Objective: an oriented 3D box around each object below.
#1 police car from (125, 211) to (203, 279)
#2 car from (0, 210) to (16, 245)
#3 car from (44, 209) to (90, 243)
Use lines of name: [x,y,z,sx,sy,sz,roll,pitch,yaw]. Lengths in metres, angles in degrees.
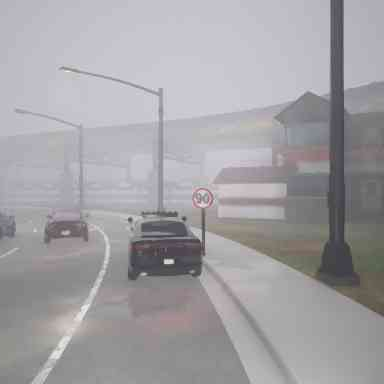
police car: [-1.019,1.424,10.307,1.930,1.638,5.238,0,0,-11]
car: [-9.298,1.495,14.953,2.128,1.511,4.902,0,0,-18]
car: [-5.972,1.533,16.041,1.812,1.442,4.674,0,0,-18]
